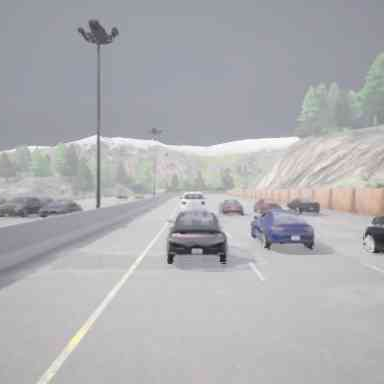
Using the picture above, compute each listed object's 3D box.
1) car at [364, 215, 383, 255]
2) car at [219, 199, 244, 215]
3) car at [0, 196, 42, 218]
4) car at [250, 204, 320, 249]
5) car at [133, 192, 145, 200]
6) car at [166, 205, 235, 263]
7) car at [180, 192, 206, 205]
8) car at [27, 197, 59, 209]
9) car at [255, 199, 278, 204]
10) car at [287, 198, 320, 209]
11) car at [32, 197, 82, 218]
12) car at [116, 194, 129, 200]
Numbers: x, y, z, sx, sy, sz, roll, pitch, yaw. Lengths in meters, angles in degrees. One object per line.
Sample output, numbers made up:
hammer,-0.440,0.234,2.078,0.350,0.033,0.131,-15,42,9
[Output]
car,7.146,1.429,10.054,1.882,1.535,5.008,0,0,0
car,3.571,1.379,31.019,1.994,1.385,4.181,0,0,-1
car,-14.067,1.152,27.447,2.097,1.767,4.553,0,0,-1
car,3.667,1.446,14.015,1.812,1.442,4.674,0,0,0
car,-11.235,0.762,70.646,2.097,1.767,4.553,0,0,-1
car,0.156,1.419,11.650,2.128,1.511,4.902,0,0,0
car,0.100,1.038,29.553,2.150,2.045,5.566,0,0,-1
car,-17.762,1.280,39.883,1.994,1.385,4.181,0,0,-1
car,7.055,1.345,31.413,1.812,1.442,4.674,0,0,-1
car,10.560,1.301,31.921,1.882,1.535,5.008,0,0,-1
car,-10.557,1.357,27.082,2.033,1.411,5.357,0,0,-1
car,-14.733,0.996,70.524,1.895,1.301,4.718,0,0,-1
